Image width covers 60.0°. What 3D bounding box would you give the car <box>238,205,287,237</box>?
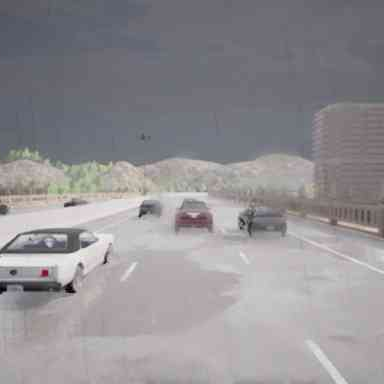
[{"bbox_3d":[3.598,1.431,17.637,2.128,1.511,4.902,0,0,0],"label":"car"}]

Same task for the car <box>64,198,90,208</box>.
[{"bbox_3d":[-14.511,1.457,42.041,1.895,1.301,4.718,0,0,-1],"label":"car"}]

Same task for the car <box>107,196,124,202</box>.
[{"bbox_3d":[-11.193,1.311,48.945,1.882,1.535,5.008,0,0,-1],"label":"car"}]

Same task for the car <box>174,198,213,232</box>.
[{"bbox_3d":[0.089,1.285,19.659,2.097,1.767,4.553,0,0,0],"label":"car"}]

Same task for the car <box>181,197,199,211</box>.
[{"bbox_3d":[-0.316,1.409,40.671,2.033,1.411,5.357,0,0,-2],"label":"car"}]

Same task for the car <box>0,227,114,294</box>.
[{"bbox_3d":[-3.404,1.571,8.635,1.895,1.301,4.718,0,0,0],"label":"car"}]

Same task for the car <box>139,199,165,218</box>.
[{"bbox_3d":[-3.534,1.405,29.194,1.837,1.490,4.892,0,0,-1],"label":"car"}]

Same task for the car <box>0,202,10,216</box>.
[{"bbox_3d":[-17.712,1.465,28.944,1.994,1.385,4.181,0,0,-1],"label":"car"}]
